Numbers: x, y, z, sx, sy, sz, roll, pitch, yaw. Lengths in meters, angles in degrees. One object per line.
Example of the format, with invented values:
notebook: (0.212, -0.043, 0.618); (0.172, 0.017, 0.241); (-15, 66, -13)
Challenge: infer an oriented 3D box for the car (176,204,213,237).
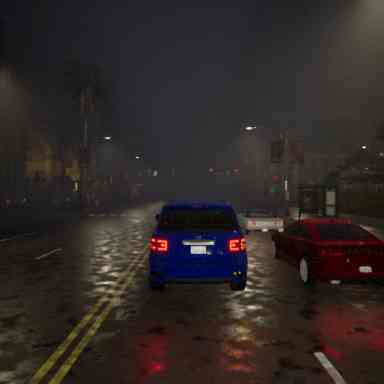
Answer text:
car: (0.146, 1.505, 19.019); (1.837, 1.490, 4.892); (0, 0, 0)

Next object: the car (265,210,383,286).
car: (3.633, 1.478, 9.431); (1.882, 1.535, 5.008); (0, 0, 0)

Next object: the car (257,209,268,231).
car: (3.644, 1.601, 18.788); (1.895, 1.301, 4.718); (0, 0, 0)

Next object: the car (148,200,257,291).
car: (0.121, 1.221, 9.157); (2.150, 2.045, 5.566); (0, 0, 0)
